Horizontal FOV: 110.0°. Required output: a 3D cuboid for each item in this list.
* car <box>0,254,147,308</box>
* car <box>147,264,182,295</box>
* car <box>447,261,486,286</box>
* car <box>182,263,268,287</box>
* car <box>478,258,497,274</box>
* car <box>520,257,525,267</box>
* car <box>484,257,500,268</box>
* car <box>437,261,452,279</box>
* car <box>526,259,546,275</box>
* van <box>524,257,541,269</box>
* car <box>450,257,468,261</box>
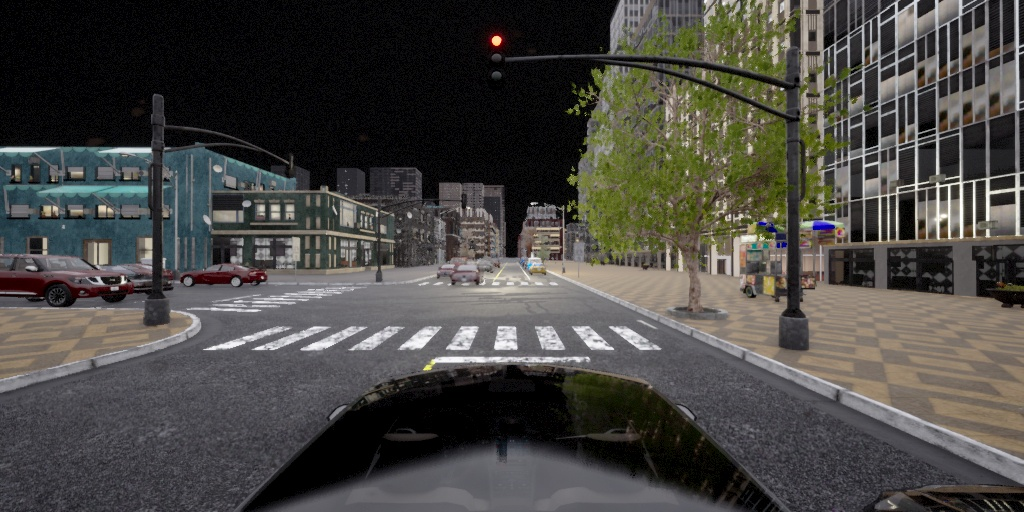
[{"bbox_3d":[-17.149,0.850,13.155,5.009,1.841,2.192,0,0,-1],"label":"car"},{"bbox_3d":[-18.227,1.082,15.733,5.357,1.411,2.033,1,0,-1],"label":"car"},{"bbox_3d":[-3.082,1.277,25.385,1.812,1.442,4.674,0,0,0],"label":"car"},{"bbox_3d":[-17.261,1.121,21.535,4.507,1.381,1.888,0,0,-1],"label":"car"},{"bbox_3d":[-3.069,1.257,41.005,1.837,1.490,4.892,0,0,0],"label":"car"},{"bbox_3d":[2.732,1.305,54.735,2.007,1.370,4.403,0,0,0],"label":"car"},{"bbox_3d":[-3.024,1.106,59.623,2.097,1.767,4.553,0,0,0],"label":"car"},{"bbox_3d":[-5.665,1.334,32.534,1.802,1.307,4.207,0,0,0],"label":"car"},{"bbox_3d":[2.720,1.278,38.251,1.751,1.417,4.829,0,0,0],"label":"car"},{"bbox_3d":[2.724,1.094,43.633,1.690,1.789,3.998,0,0,0],"label":"van"},{"bbox_3d":[-5.661,1.067,38.085,2.192,1.841,5.009,0,0,0],"label":"car"}]
